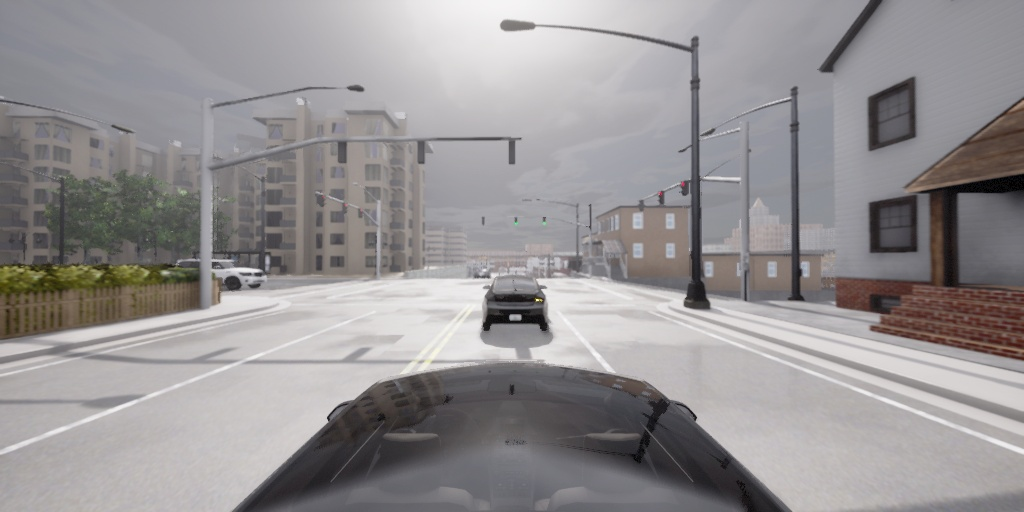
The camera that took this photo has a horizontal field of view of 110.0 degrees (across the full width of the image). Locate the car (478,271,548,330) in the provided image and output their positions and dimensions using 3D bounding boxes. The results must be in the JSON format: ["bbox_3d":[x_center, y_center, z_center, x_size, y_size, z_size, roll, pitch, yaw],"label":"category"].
[{"bbox_3d":[0.100,1.366,11.614,1.837,1.490,4.892,0,-1,0],"label":"car"}]

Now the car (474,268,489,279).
[{"bbox_3d":[-3.606,2.239,44.584,2.128,1.511,4.902,0,-5,0],"label":"car"}]

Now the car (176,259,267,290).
[{"bbox_3d":[-19.948,1.230,24.475,5.566,2.045,2.150,0,-1,1],"label":"car"}]
